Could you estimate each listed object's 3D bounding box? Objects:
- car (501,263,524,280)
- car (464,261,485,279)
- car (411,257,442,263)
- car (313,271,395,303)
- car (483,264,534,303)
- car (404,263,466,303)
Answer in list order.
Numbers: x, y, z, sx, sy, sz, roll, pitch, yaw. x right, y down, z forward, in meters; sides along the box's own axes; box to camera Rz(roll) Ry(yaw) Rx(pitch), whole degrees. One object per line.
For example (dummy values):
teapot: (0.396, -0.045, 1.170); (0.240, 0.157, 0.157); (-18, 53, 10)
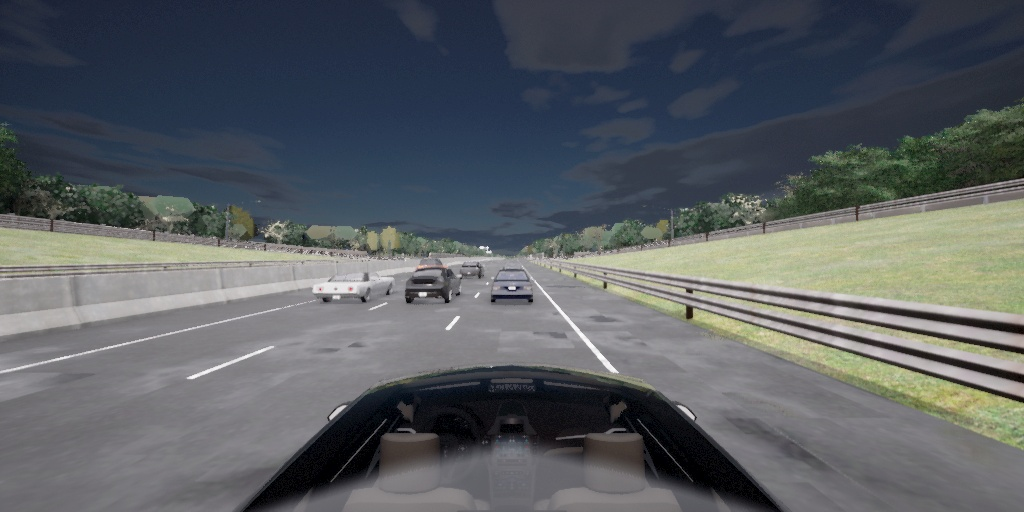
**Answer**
car: (0.033, 1.311, 31.491); (1.895, 1.301, 4.718); (0, 0, 0)
car: (-3.467, 1.190, 31.474); (2.128, 1.511, 4.902); (0, 0, 0)
car: (-6.967, 1.061, 31.456); (2.097, 1.767, 4.553); (0, 0, 0)
car: (-6.999, 1.347, 16.528); (1.895, 1.301, 4.718); (0, 0, 0)
car: (0.001, 1.294, 16.494); (2.033, 1.411, 5.357); (0, 0, 0)
car: (-3.499, 1.247, 16.496); (1.837, 1.490, 4.892); (0, 0, 0)
